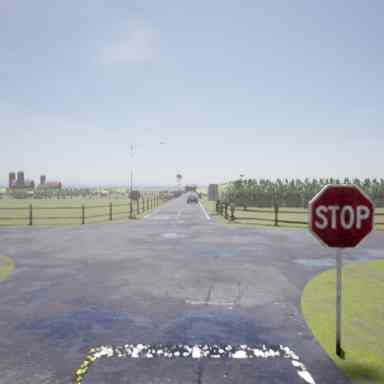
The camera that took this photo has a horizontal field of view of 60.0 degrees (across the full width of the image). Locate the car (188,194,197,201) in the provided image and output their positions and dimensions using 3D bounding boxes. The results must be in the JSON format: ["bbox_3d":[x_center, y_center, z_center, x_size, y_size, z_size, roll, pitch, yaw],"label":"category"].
[{"bbox_3d":[0.106,1.262,73.534,2.033,1.411,5.357,0,0,0],"label":"car"}]

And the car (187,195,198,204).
[{"bbox_3d":[0.091,1.263,63.500,2.097,1.767,4.553,0,0,0],"label":"car"}]
